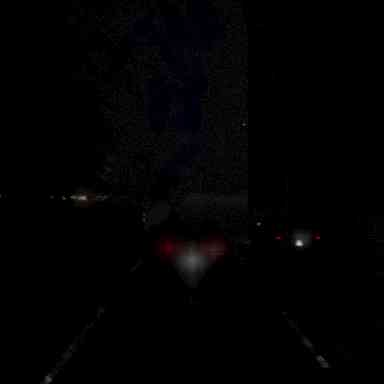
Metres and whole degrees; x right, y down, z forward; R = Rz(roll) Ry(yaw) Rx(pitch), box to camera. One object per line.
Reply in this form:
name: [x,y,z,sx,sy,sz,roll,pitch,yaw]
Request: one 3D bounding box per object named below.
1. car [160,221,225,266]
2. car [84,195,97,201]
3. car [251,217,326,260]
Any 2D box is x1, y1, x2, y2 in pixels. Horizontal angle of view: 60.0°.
car: [0.032,1.692,11.801,1.895,1.301,4.718,0,0,0]
car: [-26.916,1.534,88.267,4.553,1.767,2.097,1,1,44]
car: [3.542,1.664,12.897,1.994,1.385,4.181,0,0,1]
